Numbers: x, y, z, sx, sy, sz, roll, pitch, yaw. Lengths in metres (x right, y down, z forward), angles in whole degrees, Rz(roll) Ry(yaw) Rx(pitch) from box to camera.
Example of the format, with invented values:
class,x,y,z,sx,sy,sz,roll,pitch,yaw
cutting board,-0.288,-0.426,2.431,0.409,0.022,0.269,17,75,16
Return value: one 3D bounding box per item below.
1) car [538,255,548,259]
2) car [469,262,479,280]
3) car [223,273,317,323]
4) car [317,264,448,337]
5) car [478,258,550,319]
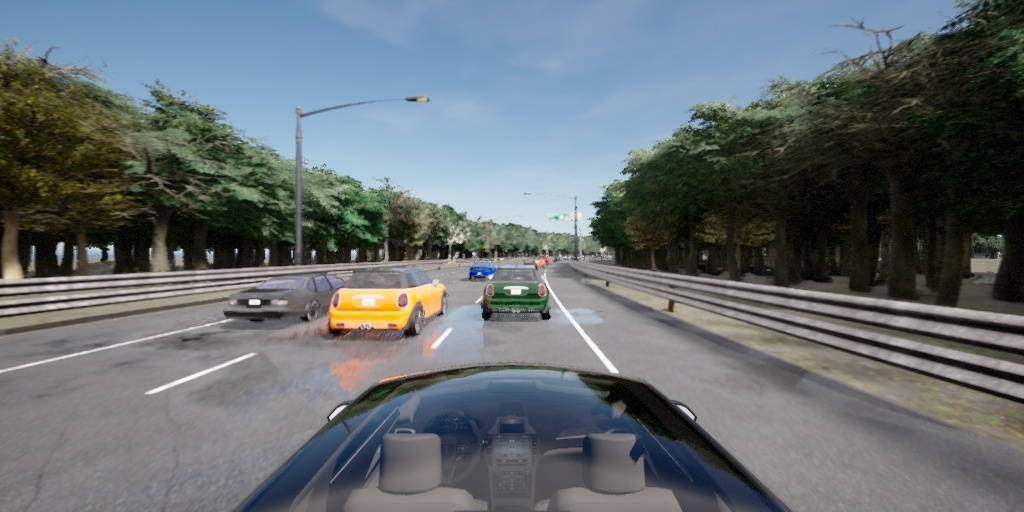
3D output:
class,x,y,z,sx,sy,sz,roll,pitch,yaw
car,4.394,1.004,60.114,2.097,1.767,4.553,0,0,9
car,-2.333,1.186,30.126,1.882,1.535,5.008,0,0,4
car,-6.746,1.271,11.997,2.033,1.411,5.357,0,0,2
car,-3.260,1.085,10.386,2.097,1.767,4.553,0,0,1
car,0.187,1.089,12.852,2.097,1.767,4.553,0,0,2
